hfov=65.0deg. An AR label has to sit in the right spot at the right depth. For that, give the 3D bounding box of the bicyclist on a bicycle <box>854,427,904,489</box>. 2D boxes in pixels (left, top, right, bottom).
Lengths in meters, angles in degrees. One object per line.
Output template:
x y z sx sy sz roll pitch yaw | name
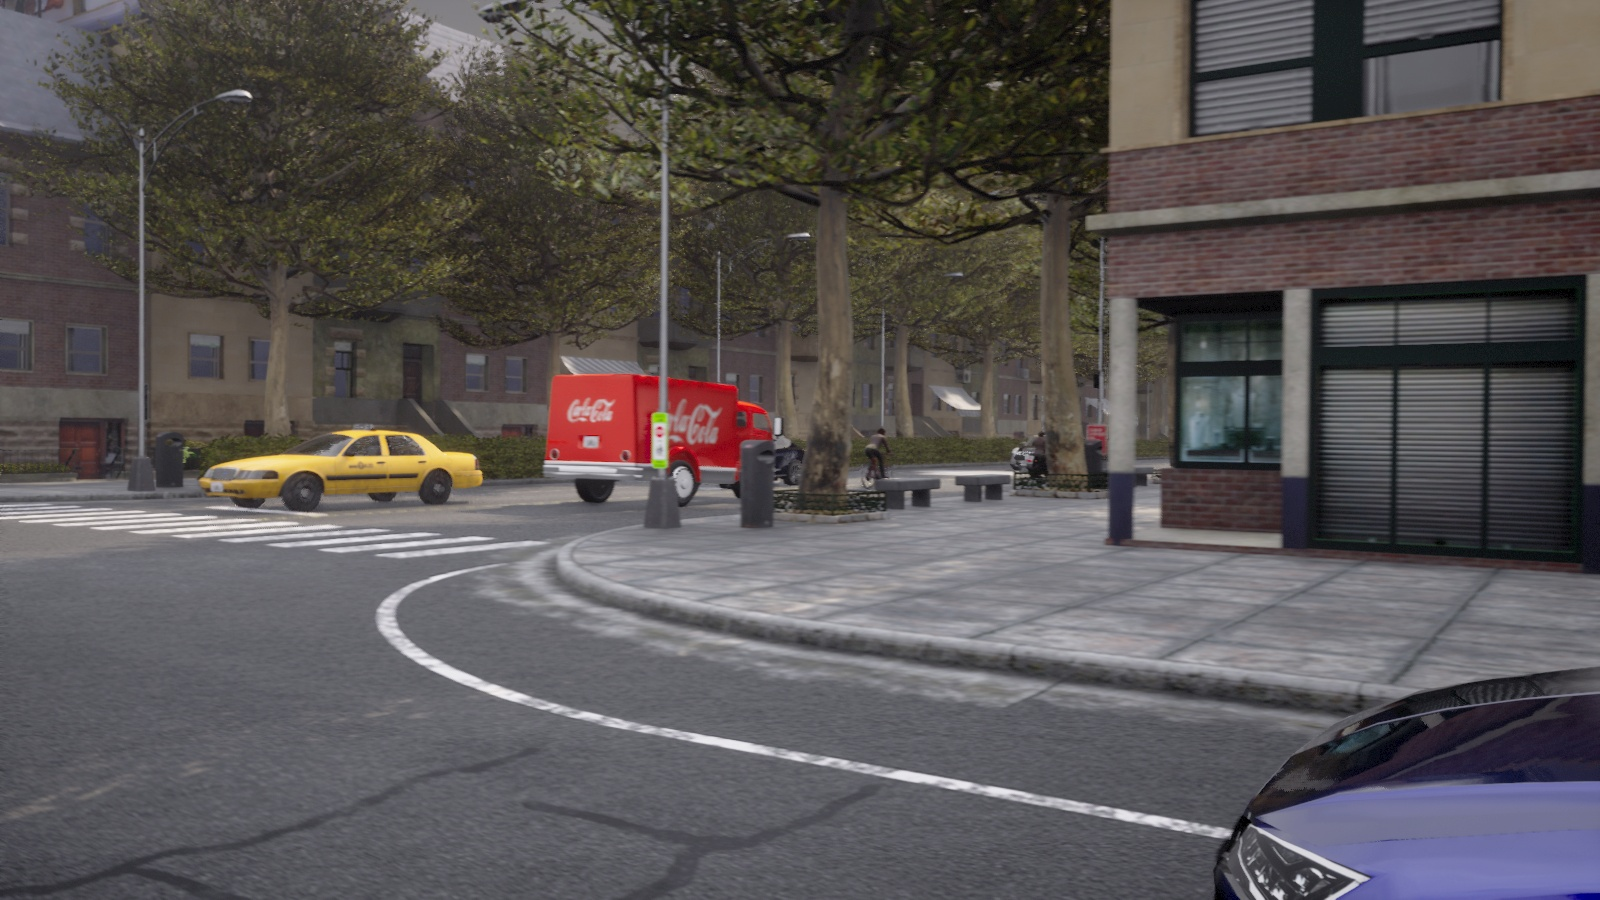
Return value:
2.114 0.204 33.366 0.582 1.620 1.656 0 0 33 | bicyclist on a bicycle

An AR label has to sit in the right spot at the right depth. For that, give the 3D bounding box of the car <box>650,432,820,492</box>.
-1.660 0.275 33.971 2.163 1.488 4.792 0 1 33 | car

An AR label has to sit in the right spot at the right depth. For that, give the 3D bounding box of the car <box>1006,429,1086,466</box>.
10.260 -0.116 52.144 1.970 1.475 3.806 0 1 33 | car

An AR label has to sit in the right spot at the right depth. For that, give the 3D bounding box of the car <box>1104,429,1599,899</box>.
2.781 0.696 1.776 4.193 1.474 1.816 0 1 34 | car

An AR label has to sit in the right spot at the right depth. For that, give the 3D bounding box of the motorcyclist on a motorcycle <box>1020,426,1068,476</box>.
8.332 0.015 42.873 0.766 1.649 2.350 0 1 33 | motorcyclist on a motorcycle

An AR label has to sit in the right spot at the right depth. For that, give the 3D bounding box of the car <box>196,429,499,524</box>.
-8.356 0.414 23.784 1.801 1.575 5.366 0 1 34 | car

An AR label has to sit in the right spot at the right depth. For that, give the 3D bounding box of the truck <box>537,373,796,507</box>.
-2.624 -0.126 26.127 2.627 2.467 5.204 0 -1 33 | truck
